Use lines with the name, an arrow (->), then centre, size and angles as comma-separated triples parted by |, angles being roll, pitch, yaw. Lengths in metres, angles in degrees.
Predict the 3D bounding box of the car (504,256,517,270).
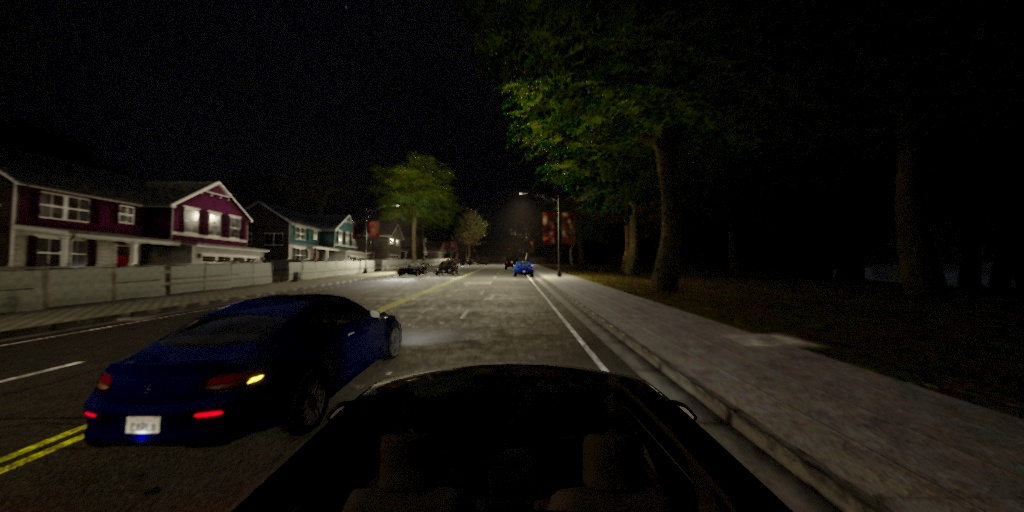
car -> -0.007, 1.079, 55.062 | 2.150, 2.045, 5.566 | 0, 0, 0

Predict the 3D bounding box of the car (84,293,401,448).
car -> -3.149, 1.278, 5.365 | 1.812, 1.442, 4.674 | 0, 0, 0

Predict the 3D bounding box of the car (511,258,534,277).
car -> 1.132, 1.274, 35.744 | 1.882, 1.535, 5.008 | 0, 0, 0

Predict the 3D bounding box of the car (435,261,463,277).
car -> -6.593, 1.303, 36.813 | 1.837, 1.490, 4.892 | 0, 0, 0

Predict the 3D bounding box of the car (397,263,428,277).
car -> -9.847, 1.396, 35.665 | 1.895, 1.301, 4.718 | 0, 0, 0
